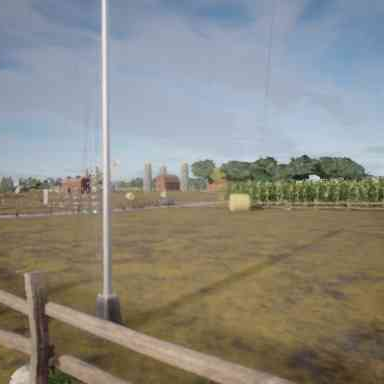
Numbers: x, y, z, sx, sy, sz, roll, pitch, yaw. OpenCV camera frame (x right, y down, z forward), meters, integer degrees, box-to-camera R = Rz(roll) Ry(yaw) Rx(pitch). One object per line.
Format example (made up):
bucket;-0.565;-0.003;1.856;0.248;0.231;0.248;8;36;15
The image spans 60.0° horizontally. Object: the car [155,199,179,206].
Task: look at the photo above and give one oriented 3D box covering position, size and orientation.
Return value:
car;-4.672;1.966;63.147;2.033;1.411;5.357;-2;0;36
